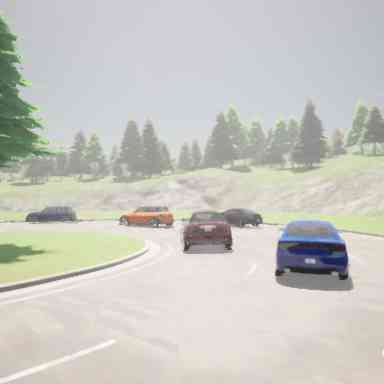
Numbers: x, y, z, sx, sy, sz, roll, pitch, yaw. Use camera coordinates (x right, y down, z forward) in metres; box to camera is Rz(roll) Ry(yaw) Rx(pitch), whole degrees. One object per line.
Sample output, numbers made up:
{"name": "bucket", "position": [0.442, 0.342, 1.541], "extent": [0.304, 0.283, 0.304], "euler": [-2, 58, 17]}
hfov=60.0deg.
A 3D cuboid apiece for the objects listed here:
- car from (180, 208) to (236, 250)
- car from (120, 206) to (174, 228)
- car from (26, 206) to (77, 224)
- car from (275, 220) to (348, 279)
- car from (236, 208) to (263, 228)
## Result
{"name": "car", "position": [0.557, 1.651, 16.169], "extent": [2.097, 1.767, 4.553], "euler": [-1, -1, -3]}
{"name": "car", "position": [-3.754, 1.915, 27.229], "extent": [4.553, 1.767, 2.097], "euler": [-1, -1, 32]}
{"name": "car", "position": [-13.778, 2.153, 32.632], "extent": [4.553, 1.767, 2.097], "euler": [-1, -1, -2]}
{"name": "car", "position": [3.804, 1.632, 10.762], "extent": [1.882, 1.535, 5.008], "euler": [0, -1, 19]}
{"name": "car", "position": [3.389, 1.965, 25.852], "extent": [1.812, 1.442, 4.674], "euler": [1, -2, -38]}
